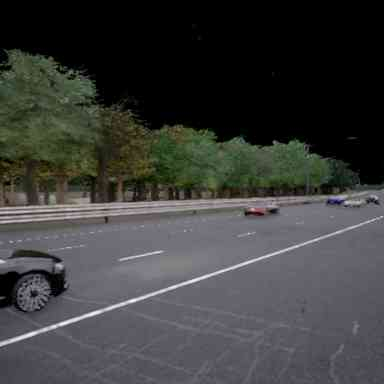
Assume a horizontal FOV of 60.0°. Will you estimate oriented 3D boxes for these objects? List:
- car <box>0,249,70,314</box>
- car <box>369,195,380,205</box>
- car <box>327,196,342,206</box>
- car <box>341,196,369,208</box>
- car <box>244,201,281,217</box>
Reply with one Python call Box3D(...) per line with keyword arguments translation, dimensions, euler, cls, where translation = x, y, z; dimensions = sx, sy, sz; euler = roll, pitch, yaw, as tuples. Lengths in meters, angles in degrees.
Box3D(translation=(-4.583, 1.525, 5.649), dimensions=(2.128, 1.511, 4.902), euler=(0, 0, 40), cls="car")
Box3D(translation=(30.334, 1.329, 55.914), dimensions=(1.837, 1.490, 4.892), euler=(0, 0, 36), cls="car")
Box3D(translation=(21.841, 1.318, 50.250), dimensions=(1.882, 1.535, 5.008), euler=(0, 0, 37), cls="car")
Box3D(translation=(21.602, 1.450, 43.924), dimensions=(1.895, 1.301, 4.718), euler=(0, 0, 37), cls="car")
Box3D(translation=(6.443, 1.475, 30.035), dimensions=(1.994, 1.385, 4.181), euler=(0, 0, 38), cls="car")
